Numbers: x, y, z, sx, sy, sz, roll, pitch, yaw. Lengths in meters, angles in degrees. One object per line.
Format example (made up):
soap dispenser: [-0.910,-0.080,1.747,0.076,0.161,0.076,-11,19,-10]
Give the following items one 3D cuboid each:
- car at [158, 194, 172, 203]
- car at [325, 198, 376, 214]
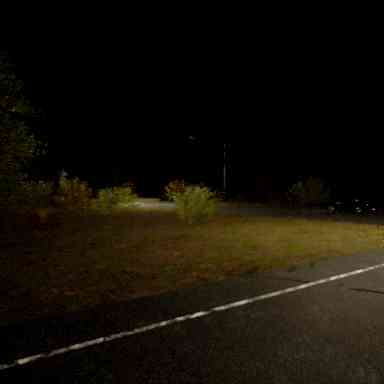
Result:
car: [-4.348,1.073,61.318,2.097,1.767,4.553,0,0,-37]
car: [16.211,1.414,34.233,1.837,1.490,4.892,0,0,-37]
